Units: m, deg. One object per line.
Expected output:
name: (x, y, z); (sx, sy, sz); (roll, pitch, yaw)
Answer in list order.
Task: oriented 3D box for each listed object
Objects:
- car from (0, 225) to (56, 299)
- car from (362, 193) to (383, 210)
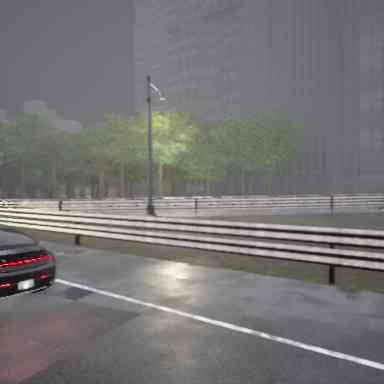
car: (-5.142, 1.504, 7.637); (4.892, 1.490, 1.837); (0, 0, 34)
car: (18.254, 0.822, 30.794); (4.902, 1.511, 2.128); (-1, 0, -6)
